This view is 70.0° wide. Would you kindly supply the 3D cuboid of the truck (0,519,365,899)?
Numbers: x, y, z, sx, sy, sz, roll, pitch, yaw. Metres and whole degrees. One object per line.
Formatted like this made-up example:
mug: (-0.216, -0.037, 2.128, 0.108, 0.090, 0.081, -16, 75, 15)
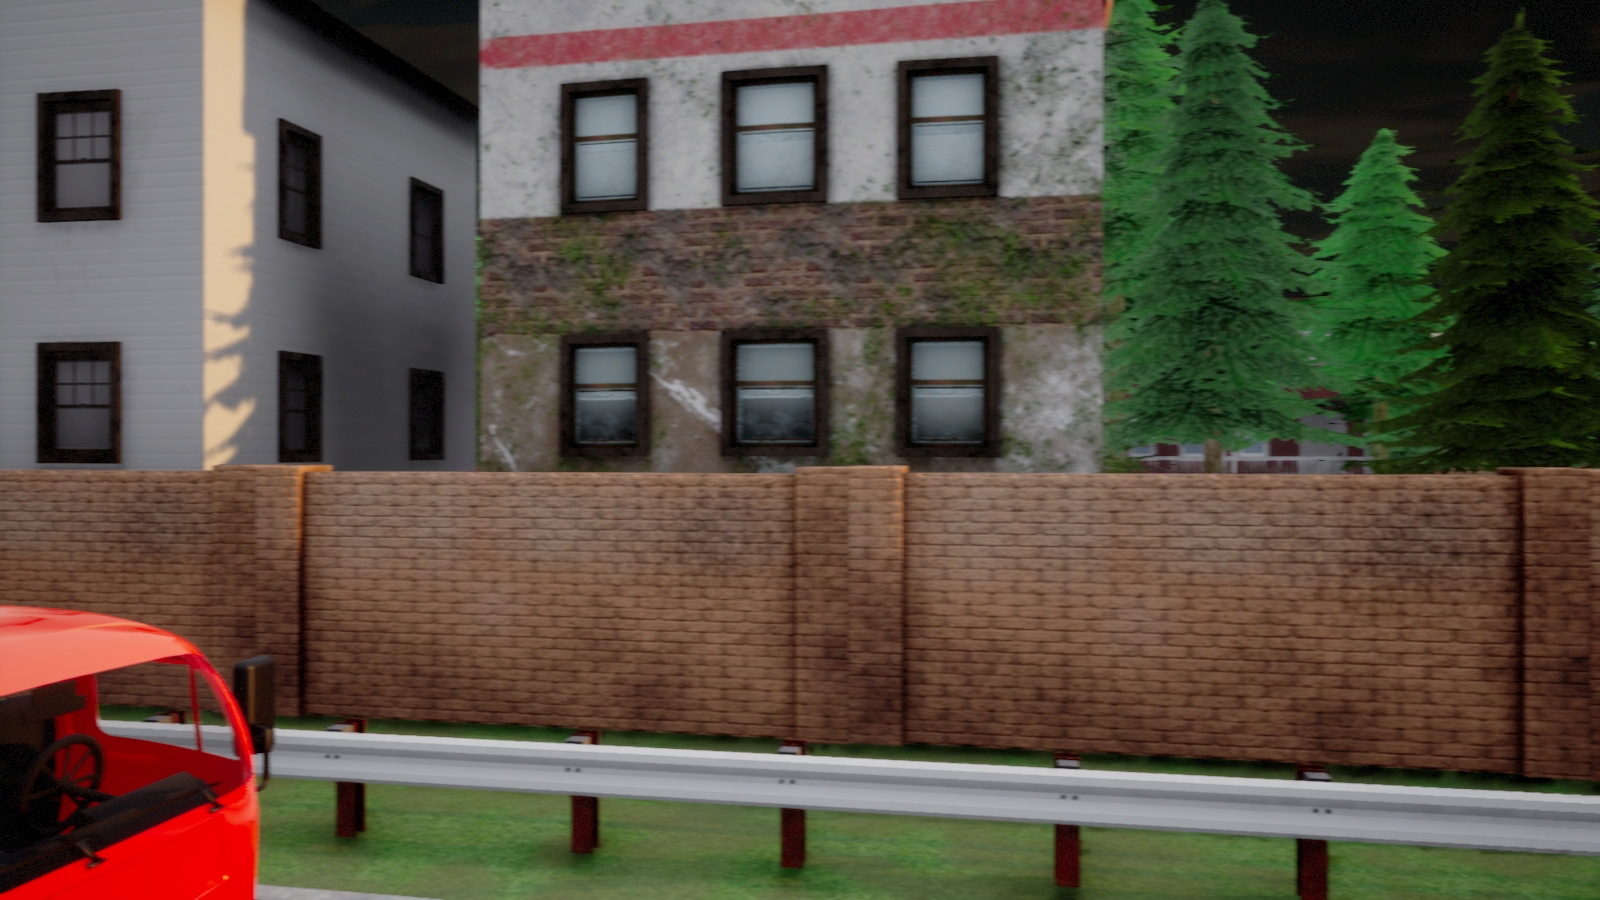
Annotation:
truck: (-4.735, 1.562, 4.271, 5.204, 2.467, 2.627, 0, 0, 10)
